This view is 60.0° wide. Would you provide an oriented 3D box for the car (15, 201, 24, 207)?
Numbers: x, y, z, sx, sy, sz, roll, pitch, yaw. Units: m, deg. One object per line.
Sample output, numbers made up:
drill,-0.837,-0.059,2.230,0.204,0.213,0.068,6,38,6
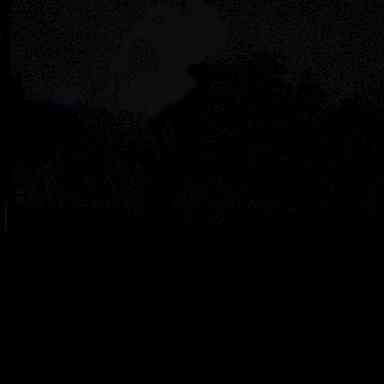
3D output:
car,-39.248,2.722,73.972,1.837,1.490,4.892,-3,-2,3
